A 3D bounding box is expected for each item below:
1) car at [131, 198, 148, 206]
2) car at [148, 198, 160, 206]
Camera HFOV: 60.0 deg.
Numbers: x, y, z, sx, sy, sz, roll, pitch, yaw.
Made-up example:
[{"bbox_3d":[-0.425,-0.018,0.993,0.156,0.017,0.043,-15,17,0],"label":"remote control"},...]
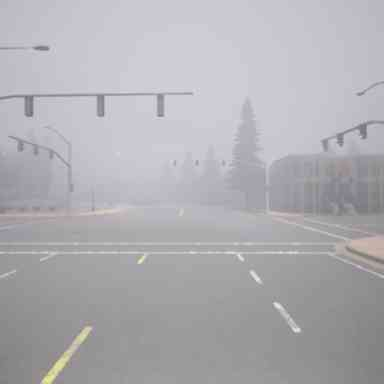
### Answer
[{"bbox_3d":[-11.346,2.213,69.510,1.994,1.385,4.181,0,-1,-25],"label":"car"},{"bbox_3d":[-8.546,2.036,71.725,2.097,1.767,4.553,0,-1,-28],"label":"car"}]
